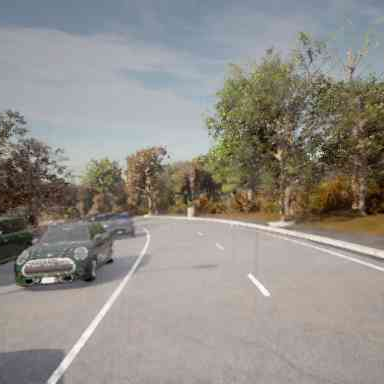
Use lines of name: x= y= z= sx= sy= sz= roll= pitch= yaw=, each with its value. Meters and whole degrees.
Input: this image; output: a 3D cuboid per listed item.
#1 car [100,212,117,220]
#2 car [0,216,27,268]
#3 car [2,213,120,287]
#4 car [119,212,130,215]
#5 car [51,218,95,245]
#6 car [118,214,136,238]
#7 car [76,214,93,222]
car: x=-20.086 y=5.745 z=80.081 sx=1.882 sy=1.535 sz=5.008 roll=-5 pitch=-2 yaw=-38
car: x=-7.512 y=1.952 z=11.685 sx=2.150 sy=2.045 sz=5.566 roll=-4 pitch=-2 yaw=-3
car: x=-3.988 y=1.830 z=11.090 sx=2.097 sy=1.767 sz=4.553 roll=-4 pitch=-2 yaw=-3
car: x=-14.610 y=5.052 z=71.768 sx=1.812 sy=1.442 sz=4.674 roll=-4 pitch=-2 yaw=-33
car: x=-8.790 y=2.847 z=24.981 sx=2.128 sy=1.511 sz=4.902 roll=-4 pitch=-2 yaw=-9
car: x=-5.200 y=2.643 z=24.578 sx=1.994 sy=1.385 sz=4.181 roll=-4 pitch=-2 yaw=-9
car: x=-27.017 y=6.574 z=83.410 sx=2.128 sy=1.511 sz=4.902 roll=-5 pitch=-2 yaw=-40
